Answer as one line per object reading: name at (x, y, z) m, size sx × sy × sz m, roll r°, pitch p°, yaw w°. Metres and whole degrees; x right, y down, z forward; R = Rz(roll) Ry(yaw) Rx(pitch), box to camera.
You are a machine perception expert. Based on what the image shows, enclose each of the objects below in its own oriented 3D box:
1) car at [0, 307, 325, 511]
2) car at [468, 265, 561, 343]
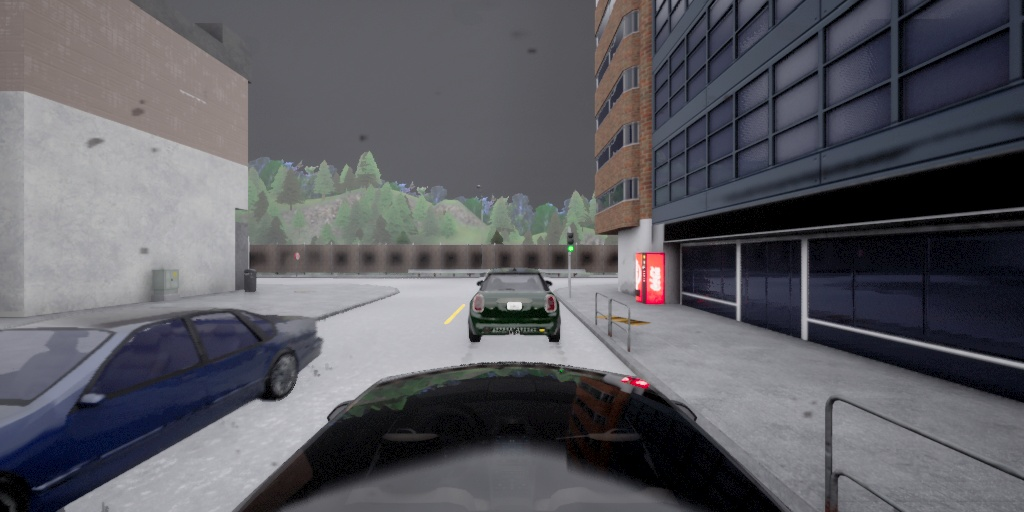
car at (-4.076, 1.297, 3.690) m, size 2.033 × 1.411 × 5.357 m, roll 0°, pitch 0°, yaw 0°
car at (0.066, 1.101, 9.877) m, size 2.097 × 1.767 × 4.553 m, roll 0°, pitch 0°, yaw 0°
